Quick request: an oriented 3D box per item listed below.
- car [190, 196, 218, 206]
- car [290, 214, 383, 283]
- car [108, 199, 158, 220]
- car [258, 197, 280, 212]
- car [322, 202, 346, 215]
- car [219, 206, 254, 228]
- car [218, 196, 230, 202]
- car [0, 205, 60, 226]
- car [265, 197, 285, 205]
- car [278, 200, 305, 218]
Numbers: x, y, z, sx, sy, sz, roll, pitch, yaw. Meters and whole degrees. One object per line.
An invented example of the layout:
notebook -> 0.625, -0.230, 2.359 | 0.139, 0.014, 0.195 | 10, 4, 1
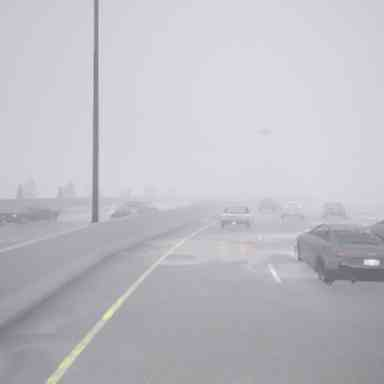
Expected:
car -> 1.449, 1.483, 47.522 | 1.882, 1.535, 5.008 | 0, 0, 28
car -> 4.322, 1.580, 9.610 | 1.994, 1.385, 4.181 | 0, 0, 6
car -> -4.012, 1.338, 23.298 | 2.097, 1.767, 4.553 | 0, 0, 14
car -> 9.327, 1.385, 39.373 | 2.097, 1.767, 4.553 | 0, 0, 25
car -> 12.781, 1.593, 29.942 | 2.033, 1.411, 5.357 | 0, 0, 21
car -> 3.115, 1.612, 22.417 | 1.895, 1.301, 4.718 | 0, 0, 14
car -> 5.210, 1.510, 60.533 | 2.128, 1.511, 4.902 | 0, 0, 35
car -> -11.299, 1.562, 23.011 | 1.895, 1.301, 4.718 | 0, 0, 13
car -> 15.702, 1.616, 62.957 | 1.812, 1.442, 4.674 | 0, 0, 39
car -> 9.091, 1.558, 29.871 | 1.812, 1.442, 4.674 | 0, 0, 19
